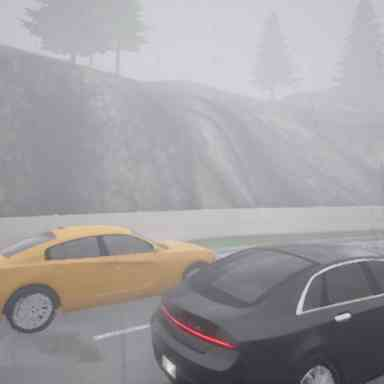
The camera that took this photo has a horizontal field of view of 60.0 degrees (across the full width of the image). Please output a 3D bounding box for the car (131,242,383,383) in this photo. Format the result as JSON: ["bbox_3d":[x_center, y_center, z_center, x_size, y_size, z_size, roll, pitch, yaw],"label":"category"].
[{"bbox_3d":[1.866,1.459,4.508,4.892,1.490,1.837,0,0,-30],"label":"car"}]

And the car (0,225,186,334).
[{"bbox_3d":[-1.751,1.410,6.682,5.008,1.535,1.882,0,0,-33],"label":"car"}]
